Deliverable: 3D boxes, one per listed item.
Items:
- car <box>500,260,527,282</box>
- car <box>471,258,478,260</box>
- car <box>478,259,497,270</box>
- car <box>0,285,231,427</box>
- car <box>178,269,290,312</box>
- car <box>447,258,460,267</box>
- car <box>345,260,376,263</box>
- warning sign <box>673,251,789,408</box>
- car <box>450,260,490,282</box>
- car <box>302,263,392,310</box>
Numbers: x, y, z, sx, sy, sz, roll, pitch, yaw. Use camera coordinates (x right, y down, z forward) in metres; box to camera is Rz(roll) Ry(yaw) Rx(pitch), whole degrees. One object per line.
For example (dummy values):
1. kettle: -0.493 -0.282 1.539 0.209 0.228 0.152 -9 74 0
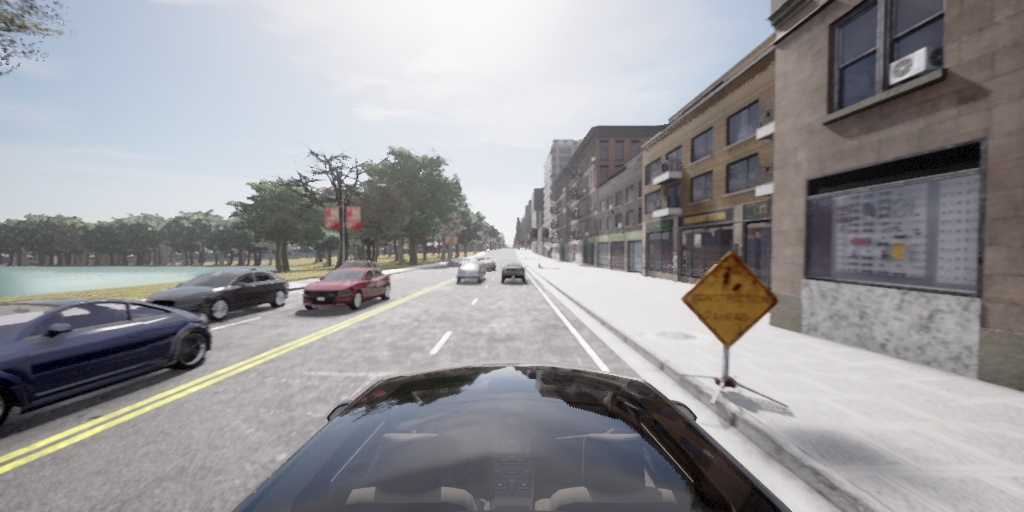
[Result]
1. car: 0.113 1.205 27.986 1.837 1.490 4.892 0 0 0
2. car: -6.499 1.079 61.686 2.033 1.411 5.357 0 0 1
3. car: -3.132 1.177 48.036 1.994 1.385 4.181 0 0 0
4. car: -6.592 1.308 4.960 1.994 1.385 4.181 0 0 1
5. car: -9.840 1.238 12.464 1.837 1.490 4.892 0 0 0
6. car: -9.756 1.057 61.686 1.812 1.442 4.674 0 0 1
7. car: -9.799 1.067 22.634 2.097 1.767 4.553 0 0 0
8. warning sign: 2.852 0.859 4.811 1.300 1.860 1.060 0 0 0
9. car: -3.140 1.247 28.020 2.033 1.411 5.357 0 0 0
10. car: -6.583 1.207 14.872 1.882 1.535 5.008 0 0 0
